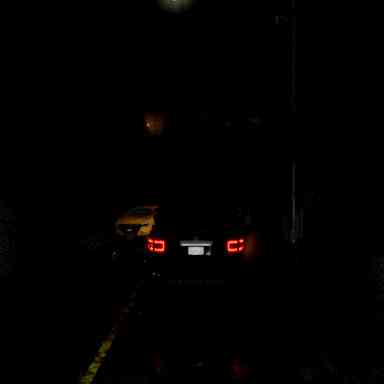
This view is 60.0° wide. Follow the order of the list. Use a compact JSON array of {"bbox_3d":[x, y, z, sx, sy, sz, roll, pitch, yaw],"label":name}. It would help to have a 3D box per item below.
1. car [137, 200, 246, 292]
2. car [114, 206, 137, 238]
[{"bbox_3d":[0.079,1.222,9.066,2.150,2.045,5.566,0,0,0],"label":"car"},{"bbox_3d":[-2.583,1.478,17.809,1.882,1.535,5.008,-1,0,7],"label":"car"}]
